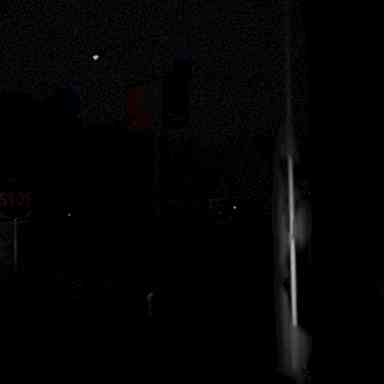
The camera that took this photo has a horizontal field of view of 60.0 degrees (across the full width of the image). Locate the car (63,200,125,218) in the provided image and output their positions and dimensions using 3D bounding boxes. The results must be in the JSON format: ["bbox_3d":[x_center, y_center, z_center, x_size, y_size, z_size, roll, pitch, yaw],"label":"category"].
[{"bbox_3d":[-8.304,1.401,28.787,2.033,1.411,5.357,-2,0,35],"label":"car"}]

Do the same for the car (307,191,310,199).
[{"bbox_3d":[22.728,0.449,61.427,2.128,1.511,4.902,-2,0,36],"label":"car"}]

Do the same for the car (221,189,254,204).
[{"bbox_3d":[5.906,0.712,37.406,2.150,2.045,5.566,-2,0,35],"label":"car"}]

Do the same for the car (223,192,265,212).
[{"bbox_3d":[5.058,1.015,30.515,1.837,1.490,4.892,-2,0,35],"label":"car"}]
